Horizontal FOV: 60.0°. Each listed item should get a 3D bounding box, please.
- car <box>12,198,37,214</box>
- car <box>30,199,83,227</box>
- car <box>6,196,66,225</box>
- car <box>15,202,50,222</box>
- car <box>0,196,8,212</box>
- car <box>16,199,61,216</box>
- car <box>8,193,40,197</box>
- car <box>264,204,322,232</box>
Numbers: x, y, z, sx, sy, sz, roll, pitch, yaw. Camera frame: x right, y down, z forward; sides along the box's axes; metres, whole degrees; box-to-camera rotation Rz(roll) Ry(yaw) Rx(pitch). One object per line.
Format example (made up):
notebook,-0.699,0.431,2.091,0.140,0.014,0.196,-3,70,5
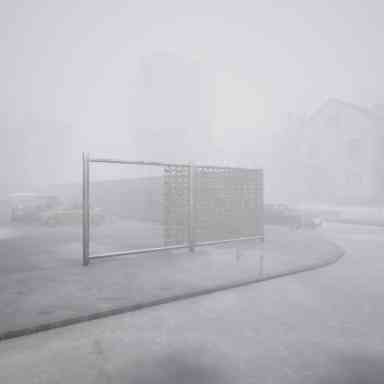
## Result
car,-17.854,1.403,35.329,1.789,1.547,3.705,0,0,-36
car,-7.845,1.416,21.548,4.193,1.474,1.816,0,0,-36
car,-10.289,1.348,23.699,4.611,1.667,2.242,0,0,-36
car,-12.024,1.451,25.077,2.207,1.379,1.481,0,0,-36
car,-17.855,1.474,35.607,5.357,1.415,2.033,0,0,-36
car,-14.799,1.413,32.040,3.633,1.501,1.845,0,0,-36
car,-12.578,1.242,27.337,3.866,1.878,1.905,0,0,-36
car,5.581,1.492,20.590,2.128,1.511,4.902,0,0,-36
